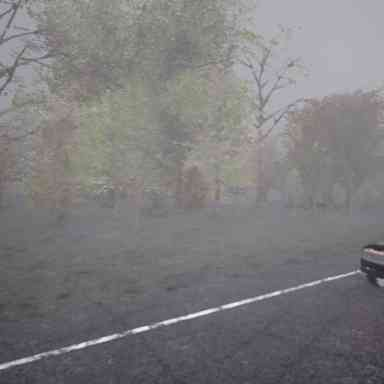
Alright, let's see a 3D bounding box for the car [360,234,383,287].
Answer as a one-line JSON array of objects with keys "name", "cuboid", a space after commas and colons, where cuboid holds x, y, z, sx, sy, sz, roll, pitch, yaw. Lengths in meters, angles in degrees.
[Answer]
[{"name": "car", "cuboid": [5.981, 1.481, 8.012, 4.902, 1.511, 2.128, 0, 0, -35]}]
